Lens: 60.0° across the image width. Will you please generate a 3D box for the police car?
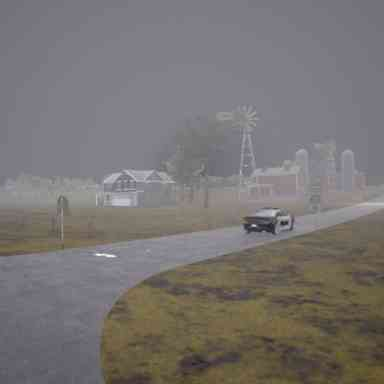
[{"bbox_3d":[5.122,1.813,21.394,1.930,1.638,5.238,-2,-2,36],"label":"police car"}]
